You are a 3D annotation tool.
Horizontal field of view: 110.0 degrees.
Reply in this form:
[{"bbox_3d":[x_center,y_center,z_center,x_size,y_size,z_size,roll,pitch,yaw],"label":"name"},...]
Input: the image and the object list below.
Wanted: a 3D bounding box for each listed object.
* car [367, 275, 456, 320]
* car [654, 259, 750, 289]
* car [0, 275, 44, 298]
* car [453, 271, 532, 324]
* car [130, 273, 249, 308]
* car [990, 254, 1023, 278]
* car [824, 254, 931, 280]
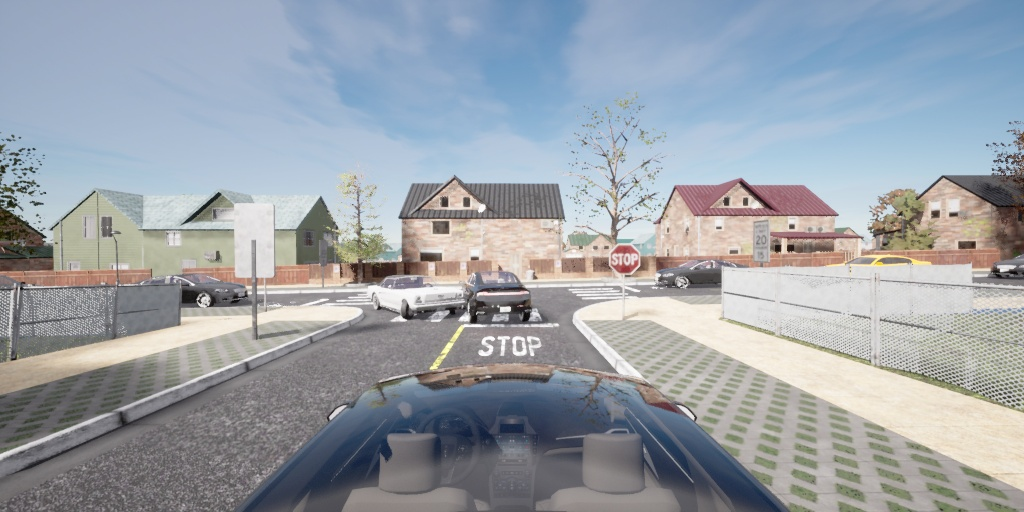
[{"bbox_3d":[-3.602,1.368,12.990,1.895,1.301,4.718,0,0,-38],"label":"car"},{"bbox_3d":[10.331,0.926,19.539,4.902,1.511,2.128,-1,1,0],"label":"car"},{"bbox_3d":[-24.239,1.648,16.446,4.553,1.767,2.097,-1,1,0],"label":"car"},{"bbox_3d":[-0.685,1.243,12.131,2.128,1.511,4.902,0,0,-12],"label":"car"},{"bbox_3d":[-14.902,1.566,16.486,4.902,1.511,2.128,-1,1,0],"label":"car"},{"bbox_3d":[29.386,0.478,19.612,4.902,1.511,2.128,-1,1,0],"label":"car"},{"bbox_3d":[19.762,0.690,19.575,5.008,1.535,1.882,-1,1,-1],"label":"car"}]
